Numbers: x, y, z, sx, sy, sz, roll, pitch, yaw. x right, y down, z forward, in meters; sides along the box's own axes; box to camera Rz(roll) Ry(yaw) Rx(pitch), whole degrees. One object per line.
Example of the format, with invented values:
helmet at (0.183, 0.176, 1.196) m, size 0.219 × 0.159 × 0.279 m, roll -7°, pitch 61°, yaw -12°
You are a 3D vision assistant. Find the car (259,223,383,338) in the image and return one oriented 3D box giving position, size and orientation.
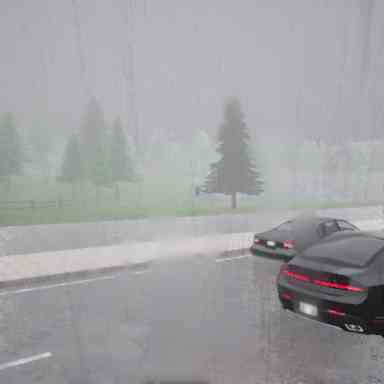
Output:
car at (3.733, 1.507, 6.425) m, size 4.892 × 1.490 × 1.837 m, roll 0°, pitch 0°, yaw -35°

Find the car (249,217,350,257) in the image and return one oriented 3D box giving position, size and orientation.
car at (4.346, 1.549, 11.146) m, size 5.357 × 1.411 × 2.033 m, roll 0°, pitch 0°, yaw -35°
